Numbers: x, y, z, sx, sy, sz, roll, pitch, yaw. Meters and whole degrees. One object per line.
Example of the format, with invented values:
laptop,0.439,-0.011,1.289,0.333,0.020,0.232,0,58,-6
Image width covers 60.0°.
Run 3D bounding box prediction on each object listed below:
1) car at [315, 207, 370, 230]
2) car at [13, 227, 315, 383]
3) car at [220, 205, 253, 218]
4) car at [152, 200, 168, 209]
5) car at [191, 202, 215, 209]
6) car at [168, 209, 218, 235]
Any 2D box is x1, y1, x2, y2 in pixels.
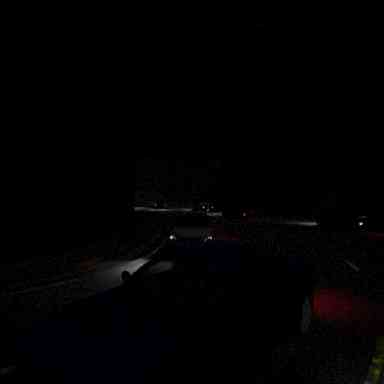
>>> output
car,10.591,1.806,23.725,1.837,1.490,4.892,1,-1,-6
car,0.222,1.525,4.681,1.882,1.535,5.008,1,0,36
car,4.591,1.972,35.071,1.895,1.301,4.718,1,-1,-17
car,-5.277,2.013,53.784,1.812,1.442,4.674,1,-1,-18
car,1.374,2.049,45.209,1.895,1.301,4.718,1,-1,-18
car,0.118,1.664,14.149,1.812,1.442,4.674,1,-1,5
